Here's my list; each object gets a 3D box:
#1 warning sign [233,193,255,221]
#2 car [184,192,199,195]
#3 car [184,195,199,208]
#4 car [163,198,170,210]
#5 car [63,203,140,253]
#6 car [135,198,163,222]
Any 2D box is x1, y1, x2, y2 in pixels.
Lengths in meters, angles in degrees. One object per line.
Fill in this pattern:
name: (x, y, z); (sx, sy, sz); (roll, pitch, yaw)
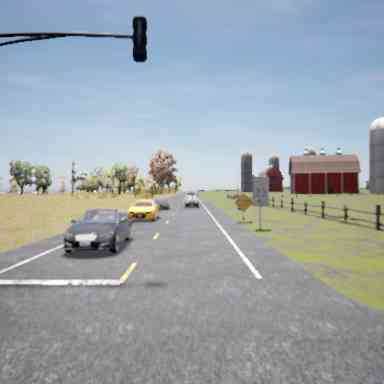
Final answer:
warning sign: (3.533, 1.019, 22.799); (1.300, 1.860, 1.060); (0, 0, 0)
car: (-0.031, 0.941, 54.195); (2.150, 2.045, 5.566); (0, 0, 0)
car: (-0.025, 1.378, 44.193); (1.895, 1.301, 4.718); (0, 0, 0)
car: (-3.595, 1.362, 38.611); (1.994, 1.385, 4.181); (0, 1, 0)
car: (-3.612, 1.426, 13.443); (2.128, 1.511, 4.902); (0, 0, -2)
car: (-3.602, 1.349, 25.408); (1.882, 1.535, 5.008); (0, 0, 0)
